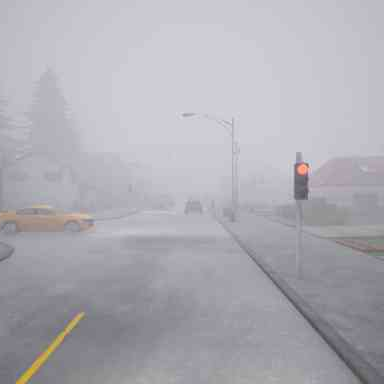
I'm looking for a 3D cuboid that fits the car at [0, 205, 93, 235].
[{"bbox_3d":[-8.029,1.477,18.256,5.008,1.535,1.882,0,0,-7],"label":"car"}]

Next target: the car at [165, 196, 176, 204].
[{"bbox_3d":[-3.979,1.525,62.143,1.812,1.442,4.674,0,0,0],"label":"car"}]

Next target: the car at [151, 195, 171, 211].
[{"bbox_3d":[-4.043,1.505,41.749,1.837,1.490,4.892,0,0,0],"label":"car"}]

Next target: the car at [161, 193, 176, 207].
[{"bbox_3d":[-4.028,1.221,51.798,2.150,2.045,5.566,0,0,0],"label":"car"}]

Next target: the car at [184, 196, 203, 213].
[{"bbox_3d":[0.172,1.491,36.924,2.128,1.511,4.902,0,0,0],"label":"car"}]
